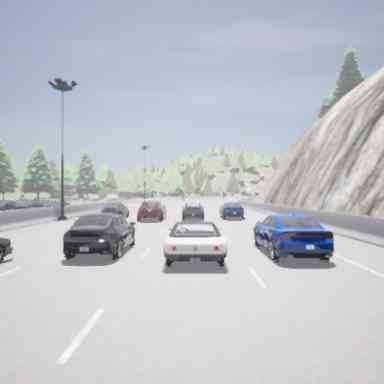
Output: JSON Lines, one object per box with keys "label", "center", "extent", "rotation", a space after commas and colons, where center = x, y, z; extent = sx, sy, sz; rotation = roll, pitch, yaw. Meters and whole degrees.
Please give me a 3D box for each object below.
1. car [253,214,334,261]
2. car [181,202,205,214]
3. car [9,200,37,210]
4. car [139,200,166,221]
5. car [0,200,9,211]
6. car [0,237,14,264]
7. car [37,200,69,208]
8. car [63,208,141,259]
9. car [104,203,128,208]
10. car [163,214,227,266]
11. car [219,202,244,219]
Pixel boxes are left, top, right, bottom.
{"label": "car", "center": [3.599, 1.547, 12.598], "extent": [1.882, 1.535, 5.008], "rotation": [0, 0, 0]}
{"label": "car", "center": [0.096, 1.652, 29.081], "extent": [2.128, 1.511, 4.902], "rotation": [0, 0, 0]}
{"label": "car", "center": [-21.086, 1.786, 43.320], "extent": [2.033, 1.411, 5.357], "rotation": [0, 0, 0]}
{"label": "car", "center": [-3.403, 1.511, 28.807], "extent": [2.097, 1.767, 4.553], "rotation": [0, 0, 0]}
{"label": "car", "center": [-24.560, 1.789, 43.723], "extent": [2.033, 1.411, 5.357], "rotation": [0, 0, 1]}
{"label": "car", "center": [-6.901, 1.596, 8.687], "extent": [2.033, 1.411, 5.357], "rotation": [0, 0, 0]}
{"label": "car", "center": [-17.584, 1.785, 43.206], "extent": [2.033, 1.411, 5.357], "rotation": [0, 0, 0]}
{"label": "car", "center": [-3.401, 1.577, 12.923], "extent": [1.837, 1.490, 4.892], "rotation": [0, 0, 0]}
{"label": "car", "center": [-6.917, 1.692, 30.146], "extent": [1.812, 1.442, 4.674], "rotation": [0, 0, 0]}
{"label": "car", "center": [0.099, 1.667, 11.839], "extent": [1.895, 1.301, 4.718], "rotation": [0, 0, 0]}
{"label": "car", "center": [3.596, 1.646, 30.654], "extent": [1.882, 1.535, 5.008], "rotation": [0, 0, 0]}
